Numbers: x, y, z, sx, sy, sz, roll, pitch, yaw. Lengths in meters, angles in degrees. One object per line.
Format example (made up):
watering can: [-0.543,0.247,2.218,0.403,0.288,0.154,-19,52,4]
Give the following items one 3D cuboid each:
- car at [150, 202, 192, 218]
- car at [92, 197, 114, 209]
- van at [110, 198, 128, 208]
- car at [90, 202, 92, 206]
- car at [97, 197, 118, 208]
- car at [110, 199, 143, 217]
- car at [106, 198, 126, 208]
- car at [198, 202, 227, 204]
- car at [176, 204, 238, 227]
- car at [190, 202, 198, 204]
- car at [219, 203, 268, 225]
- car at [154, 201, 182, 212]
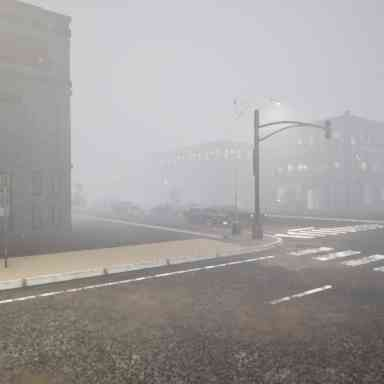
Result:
car: [-2.402,1.933,34.349,1.895,1.301,4.718,-1,0,-36]
car: [-14.830,2.078,57.247,2.128,1.511,4.902,-1,0,-36]
van: [-12.989,1.906,59.106,1.690,1.788,3.998,-1,0,-36]
car: [-19.419,2.227,68.114,1.887,1.381,4.507,-1,0,-36]
car: [-16.207,1.939,63.610,2.192,1.841,5.009,-1,0,-36]
car: [-6.935,1.846,36.217,1.967,1.590,4.097,-1,0,-36]
car: [-9.209,1.942,43.904,1.882,1.535,5.008,-1,0,-35]
car: [3.103,1.809,36.587,2.008,1.369,4.403,-2,0,-36]
car: [1.035,1.814,24.856,1.947,1.339,4.313,-2,0,-36]
car: [-0.114,1.903,41.091,1.802,1.307,4.206,-2,0,-36]
car: [3.615,1.814,25.926,1.895,1.301,4.718,-1,0,-36]
car: [-3.330,1.965,45.594,1.802,1.307,4.206,-2,0,-36]
